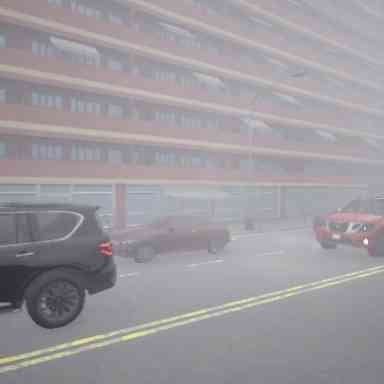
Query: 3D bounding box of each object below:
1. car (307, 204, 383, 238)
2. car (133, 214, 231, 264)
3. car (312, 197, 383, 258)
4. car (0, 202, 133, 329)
[{"bbox_3d":[8.716,1.477,18.350,5.008,1.535,1.882,0,0,-34],"label":"car"},{"bbox_3d":[-0.673,1.525,11.970,4.674,1.442,1.812,0,0,-34],"label":"car"},{"bbox_3d":[7.329,1.224,13.179,5.566,2.045,2.150,0,0,-34],"label":"car"},{"bbox_3d":[-4.043,1.220,5.457,5.566,2.045,2.150,0,0,-34],"label":"car"}]
